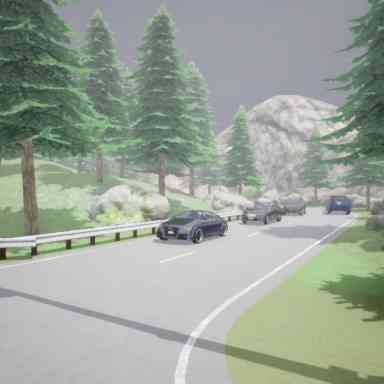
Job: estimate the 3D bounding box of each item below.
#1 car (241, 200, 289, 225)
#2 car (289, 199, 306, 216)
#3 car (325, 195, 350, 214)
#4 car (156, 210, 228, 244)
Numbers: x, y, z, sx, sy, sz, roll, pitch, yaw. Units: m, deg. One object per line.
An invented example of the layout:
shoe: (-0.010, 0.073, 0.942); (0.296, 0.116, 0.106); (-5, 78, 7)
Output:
car: (5.264, 1.506, 24.620); (2.128, 1.511, 4.902); (0, 0, 31)
car: (10.331, 1.524, 33.492); (1.837, 1.490, 4.892); (0, 0, 24)
car: (16.018, 1.374, 36.604); (2.150, 2.045, 5.566); (1, 0, 19)
car: (0.113, 1.573, 16.112); (1.994, 1.385, 4.181); (0, 0, 31)
